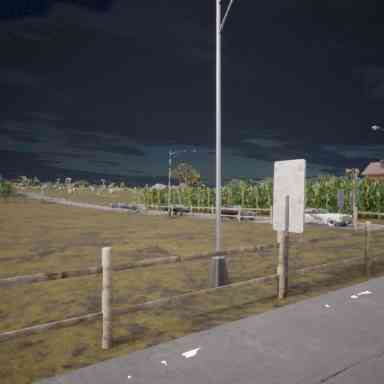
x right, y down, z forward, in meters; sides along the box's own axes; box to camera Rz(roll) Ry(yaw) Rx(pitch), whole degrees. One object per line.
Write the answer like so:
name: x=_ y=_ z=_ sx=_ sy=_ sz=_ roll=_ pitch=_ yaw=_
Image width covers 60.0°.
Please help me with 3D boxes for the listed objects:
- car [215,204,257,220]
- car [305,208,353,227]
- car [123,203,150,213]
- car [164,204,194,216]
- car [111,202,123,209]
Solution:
car: x=4.330 y=2.021 z=33.207 sx=1.837 sy=1.490 sz=4.892 roll=3 pitch=-3 yaw=-36
car: x=9.786 y=1.919 z=25.613 sx=1.895 sy=1.301 sz=4.718 roll=3 pitch=-3 yaw=-37
car: x=-8.179 y=2.382 z=50.843 sx=2.128 sy=1.511 sz=4.902 roll=3 pitch=-2 yaw=-35
car: x=-1.698 y=2.204 z=41.678 sx=1.882 sy=1.535 sz=5.008 roll=3 pitch=-3 yaw=-35
car: x=-14.163 y=2.595 z=64.238 sx=1.994 sy=1.385 sz=4.181 roll=3 pitch=-1 yaw=-35
